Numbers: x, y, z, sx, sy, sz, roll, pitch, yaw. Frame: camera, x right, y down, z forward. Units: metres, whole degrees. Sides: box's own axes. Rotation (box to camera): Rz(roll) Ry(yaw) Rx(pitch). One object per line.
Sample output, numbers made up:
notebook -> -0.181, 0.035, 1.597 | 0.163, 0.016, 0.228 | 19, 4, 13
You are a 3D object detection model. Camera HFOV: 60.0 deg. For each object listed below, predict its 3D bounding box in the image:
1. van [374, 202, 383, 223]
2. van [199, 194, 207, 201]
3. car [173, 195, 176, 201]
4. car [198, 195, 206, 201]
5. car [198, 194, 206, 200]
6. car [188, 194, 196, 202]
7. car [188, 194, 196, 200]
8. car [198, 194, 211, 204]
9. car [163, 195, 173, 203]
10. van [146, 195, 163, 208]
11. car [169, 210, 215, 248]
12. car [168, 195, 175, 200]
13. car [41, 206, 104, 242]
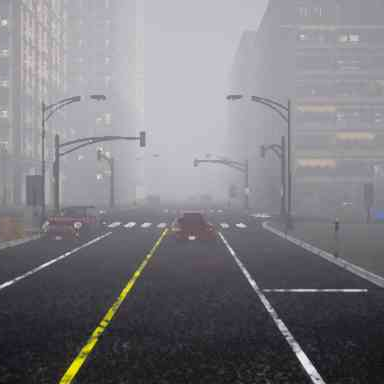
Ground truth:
van -> 16.929, 1.705, 26.916 | 3.998, 1.788, 1.690 | 1, -1, 0
van -> 2.688, 1.375, 81.964 | 1.690, 1.788, 3.998 | 0, 0, 0
car -> -5.692, 1.478, 87.513 | 1.967, 1.590, 4.097 | 0, 0, 0
car -> 2.689, 1.589, 87.514 | 2.008, 1.369, 4.403 | 0, 0, 0
car -> 2.688, 1.359, 93.065 | 2.192, 1.841, 5.009 | 0, 0, 0
car -> 0.003, 1.507, 74.021 | 1.895, 1.301, 4.718 | 0, 0, 0
car -> 0.002, 1.389, 88.159 | 1.837, 1.490, 4.892 | 0, 0, 0
car -> 2.688, 1.336, 65.311 | 2.192, 1.841, 5.009 | 0, 0, 0
car -> -5.692, 1.550, 70.691 | 1.752, 1.417, 4.829 | 0, 0, 0
van -> -5.691, 1.351, 48.657 | 1.690, 1.788, 3.998 | 0, 0, 0
car -> 0.001, 1.534, 14.650 | 1.812, 1.442, 4.674 | 0, 0, 0
car -> -5.692, 1.569, 92.894 | 1.752, 1.417, 4.829 | 0, 0, 0
car -> -5.692, 1.440, 16.183 | 1.967, 1.590, 4.097 | 0, 0, 0
